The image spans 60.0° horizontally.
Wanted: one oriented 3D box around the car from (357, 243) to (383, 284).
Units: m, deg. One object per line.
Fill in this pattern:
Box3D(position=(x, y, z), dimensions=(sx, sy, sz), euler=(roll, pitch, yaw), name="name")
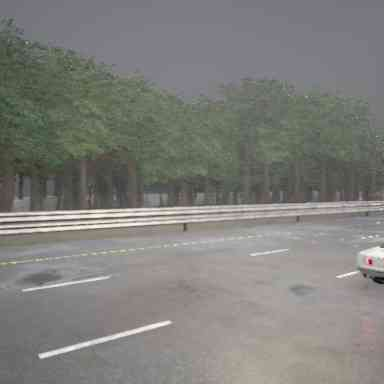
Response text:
Box3D(position=(6.199, 1.603, 8.293), dimensions=(4.718, 1.301, 1.895), euler=(0, 0, -36), name="car")
